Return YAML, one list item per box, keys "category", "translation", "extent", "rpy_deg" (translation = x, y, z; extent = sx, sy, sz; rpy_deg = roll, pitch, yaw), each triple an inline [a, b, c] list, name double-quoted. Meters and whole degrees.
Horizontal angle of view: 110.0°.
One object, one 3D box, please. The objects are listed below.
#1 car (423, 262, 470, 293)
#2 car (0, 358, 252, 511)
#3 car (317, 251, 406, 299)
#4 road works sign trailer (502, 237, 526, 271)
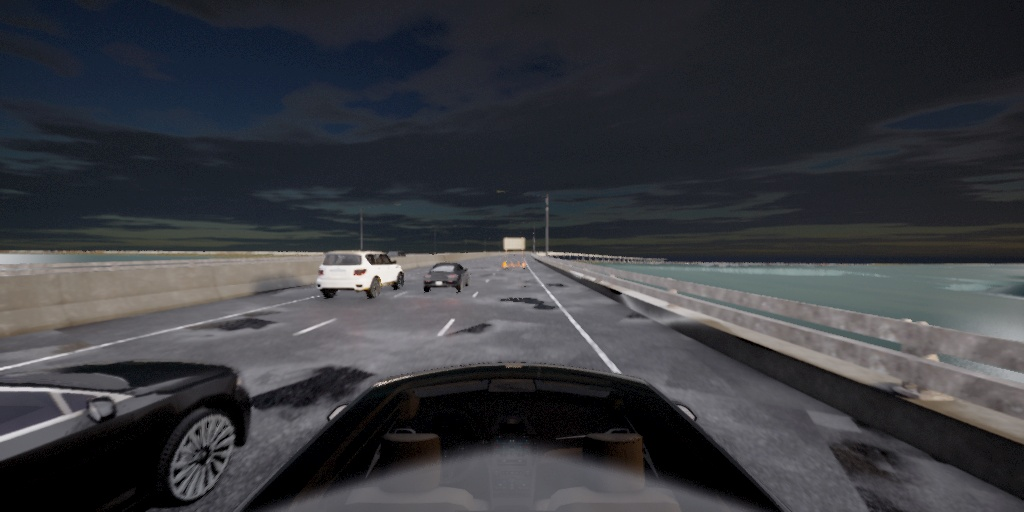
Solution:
- category: "car"
  translation: [-3.342, 1.046, 18.774]
  extent: [1.812, 1.442, 4.674]
  rpy_deg: [0, 1, 0]
- category: "car"
  translation: [-3.395, 1.244, 1.434]
  extent: [2.128, 1.511, 4.902]
  rpy_deg: [0, 1, 0]
- category: "car"
  translation: [-6.855, 0.766, 16.831]
  extent: [2.150, 2.045, 5.566]
  rpy_deg: [0, 1, 0]
- category: "road works sign trailer"
  translation: [0.244, -0.284, 38.610]
  extent: [2.380, 3.560, 2.880]
  rpy_deg: [0, 0, 1]
